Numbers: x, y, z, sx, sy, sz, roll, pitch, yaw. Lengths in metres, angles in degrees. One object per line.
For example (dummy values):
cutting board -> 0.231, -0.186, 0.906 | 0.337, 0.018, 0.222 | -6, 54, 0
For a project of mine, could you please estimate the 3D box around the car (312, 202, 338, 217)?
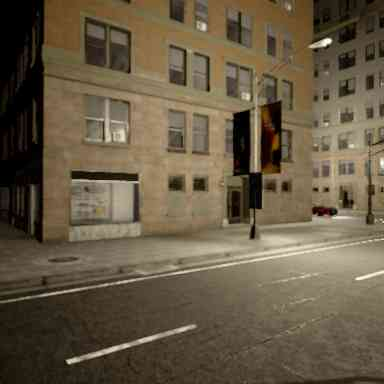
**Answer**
car -> 11.963, 1.630, 32.469 | 1.994, 1.385, 4.181 | 0, 0, -35
